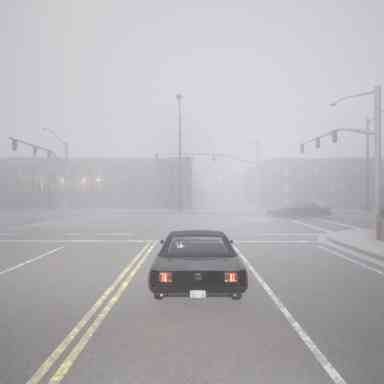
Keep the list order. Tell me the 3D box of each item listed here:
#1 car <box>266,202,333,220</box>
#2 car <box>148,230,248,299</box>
[{"bbox_3d":[9.068,1.548,28.152,5.357,1.411,2.033,0,0,-10],"label":"car"},{"bbox_3d":[0.117,1.601,8.370,1.895,1.301,4.718,0,0,0],"label":"car"}]
